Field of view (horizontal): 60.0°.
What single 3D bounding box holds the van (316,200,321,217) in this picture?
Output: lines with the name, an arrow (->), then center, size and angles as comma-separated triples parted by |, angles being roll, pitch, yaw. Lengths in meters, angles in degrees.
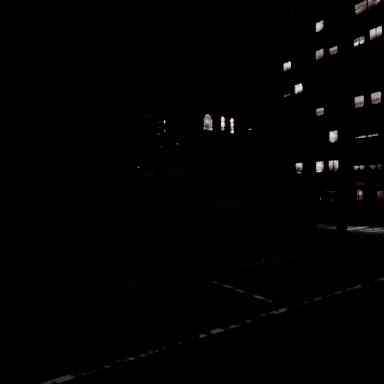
van -> 10.558, 1.646, 32.580 | 1.690, 1.788, 3.998 | -1, 0, -36
